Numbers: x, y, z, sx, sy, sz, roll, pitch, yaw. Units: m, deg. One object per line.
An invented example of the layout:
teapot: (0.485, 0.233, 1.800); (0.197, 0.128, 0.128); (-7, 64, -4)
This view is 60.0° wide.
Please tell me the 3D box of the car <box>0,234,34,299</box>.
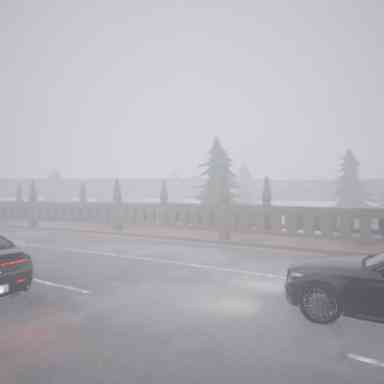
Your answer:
car: (-5.495, 1.503, 7.185); (4.892, 1.490, 1.837); (0, 0, 31)

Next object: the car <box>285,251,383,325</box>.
car: (3.889, 1.494, 5.358); (4.674, 1.442, 1.812); (0, 0, 36)
